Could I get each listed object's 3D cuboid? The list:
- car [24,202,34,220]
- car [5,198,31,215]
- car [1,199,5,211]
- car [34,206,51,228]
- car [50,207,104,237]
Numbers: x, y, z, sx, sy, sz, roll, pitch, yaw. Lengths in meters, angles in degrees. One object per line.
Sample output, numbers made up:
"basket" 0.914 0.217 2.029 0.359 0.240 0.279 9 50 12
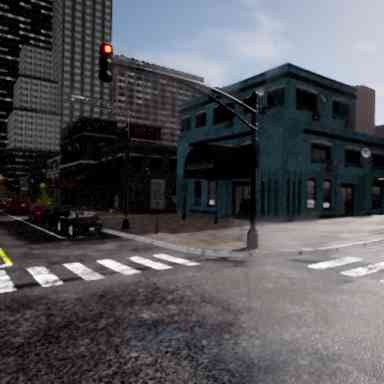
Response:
"car" -12.708 1.795 28.189 1.802 1.307 4.206 1 -1 -35
"car" -19.710 1.586 38.223 2.192 1.841 5.009 1 -1 -35
"car" -22.899 1.737 42.767 1.967 1.590 4.097 1 -1 -35
"car" -9.587 1.753 23.685 1.947 1.339 4.313 1 -1 -35
"car" -6.466 1.711 19.178 2.008 1.369 4.403 1 -1 -35
